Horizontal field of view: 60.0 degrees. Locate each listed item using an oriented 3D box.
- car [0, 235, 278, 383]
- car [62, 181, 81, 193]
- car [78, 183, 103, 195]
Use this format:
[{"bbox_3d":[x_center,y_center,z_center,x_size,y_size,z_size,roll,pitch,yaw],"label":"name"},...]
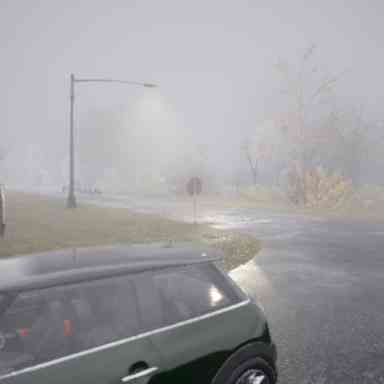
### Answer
[{"bbox_3d":[-1.386,1.369,2.879,4.553,1.767,2.097,0,0,-36],"label":"car"},{"bbox_3d":[-20.800,-0.907,57.658,2.150,2.045,5.566,0,2,-36],"label":"car"},{"bbox_3d":[-14.963,-0.205,49.548,1.895,1.301,4.718,0,2,-36],"label":"car"}]
